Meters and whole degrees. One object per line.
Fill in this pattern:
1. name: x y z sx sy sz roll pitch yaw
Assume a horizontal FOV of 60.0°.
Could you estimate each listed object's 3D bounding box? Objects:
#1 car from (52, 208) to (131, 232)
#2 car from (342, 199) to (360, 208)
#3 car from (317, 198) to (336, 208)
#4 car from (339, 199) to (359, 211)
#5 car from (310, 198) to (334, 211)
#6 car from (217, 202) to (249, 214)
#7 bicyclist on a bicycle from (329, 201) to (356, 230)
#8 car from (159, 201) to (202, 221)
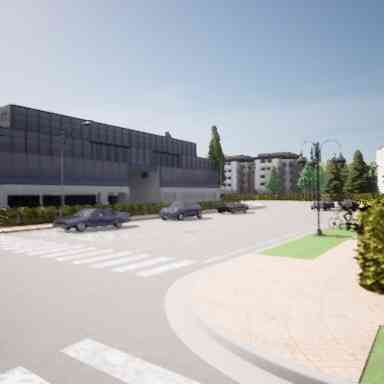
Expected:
1. car: -6.620 1.805 22.674 2.033 1.411 5.357 -1 -1 37
2. car: 24.597 1.760 51.567 1.895 1.301 4.718 -1 0 19
3. car: 21.550 1.697 53.484 2.128 1.511 4.902 -1 0 15
4. car: 19.933 1.627 42.242 2.128 1.511 4.902 -1 -1 32
5. car: 17.214 1.728 44.471 2.033 1.411 5.357 -1 -1 31
6. car: 4.779 1.865 38.693 1.895 1.301 4.718 -1 -1 35
7. bicyclist on a bicycle: 8.760 1.374 19.262 1.656 1.620 0.582 -1 -1 35
8. car: -0.983 1.613 30.561 2.097 1.767 4.553 -1 -1 35
